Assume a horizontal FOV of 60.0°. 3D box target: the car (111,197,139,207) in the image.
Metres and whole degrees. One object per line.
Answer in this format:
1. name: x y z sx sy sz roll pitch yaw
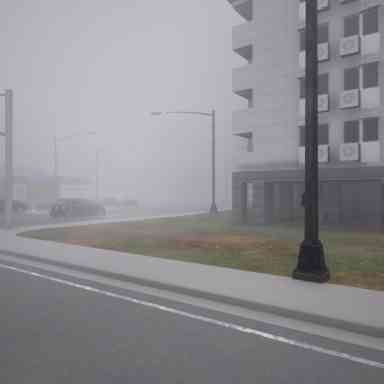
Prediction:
1. car: -9.943 1.601 50.867 1.895 1.301 4.718 0 0 16

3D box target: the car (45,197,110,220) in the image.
1. car: -9.751 1.352 28.713 2.097 1.767 4.553 0 0 36

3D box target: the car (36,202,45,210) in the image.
1. car: -17.589 1.564 42.495 1.994 1.385 4.181 0 0 31

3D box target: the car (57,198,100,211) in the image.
1. car: -14.073 1.492 41.577 2.128 1.511 4.902 0 0 30

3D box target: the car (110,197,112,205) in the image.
1. car: -13.369 1.478 51.668 1.882 1.535 5.008 0 0 16

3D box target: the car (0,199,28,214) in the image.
1. car: -19.373 1.478 33.718 1.882 1.535 5.008 0 0 36
